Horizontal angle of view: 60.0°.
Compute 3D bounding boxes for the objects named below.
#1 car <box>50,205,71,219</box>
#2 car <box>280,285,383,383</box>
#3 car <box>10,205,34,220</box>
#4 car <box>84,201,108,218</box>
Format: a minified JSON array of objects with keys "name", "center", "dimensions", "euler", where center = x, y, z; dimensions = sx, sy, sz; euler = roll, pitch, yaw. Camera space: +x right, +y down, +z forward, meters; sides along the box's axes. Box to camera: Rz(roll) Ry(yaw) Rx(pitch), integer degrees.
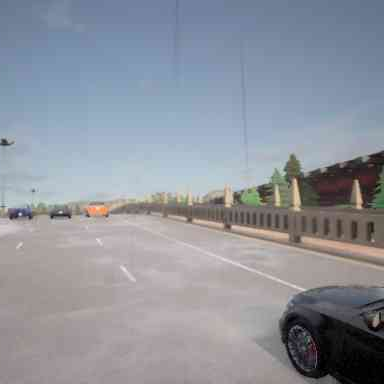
[{"name":"car","center":[-13.630,2.006,34.495],"dimensions":[1.994,1.385,4.181],"euler":[0,-1,-22]},{"name":"car","center":[2.762,1.536,3.006],"dimensions":[1.812,1.442,4.674],"euler":[0,-1,-22]},{"name":"car","center":[-16.833,1.972,33.077],"dimensions":[1.812,1.442,4.674],"euler":[0,-1,-22]},{"name":"car","center":[-10.374,1.785,35.772],"dimensions":[2.097,1.767,4.553],"euler":[0,-2,-22]}]
